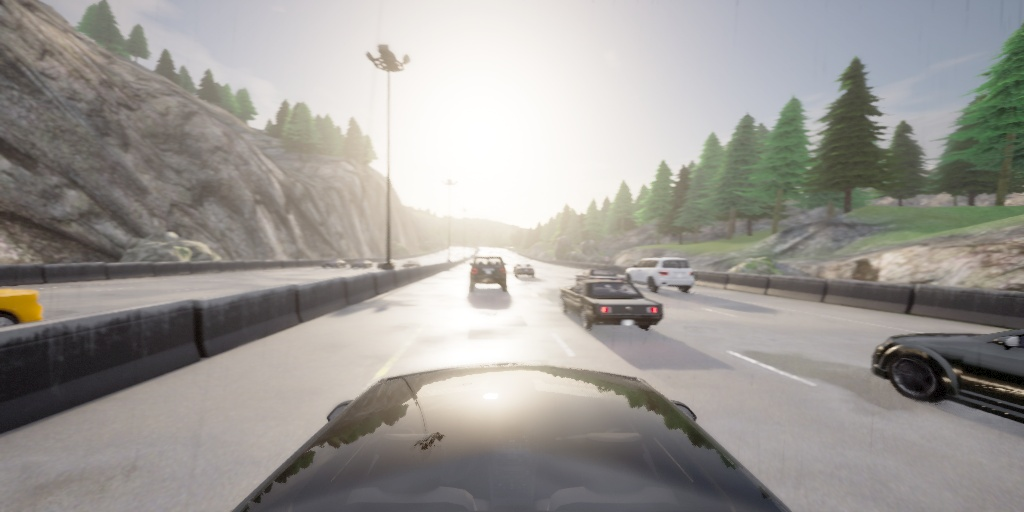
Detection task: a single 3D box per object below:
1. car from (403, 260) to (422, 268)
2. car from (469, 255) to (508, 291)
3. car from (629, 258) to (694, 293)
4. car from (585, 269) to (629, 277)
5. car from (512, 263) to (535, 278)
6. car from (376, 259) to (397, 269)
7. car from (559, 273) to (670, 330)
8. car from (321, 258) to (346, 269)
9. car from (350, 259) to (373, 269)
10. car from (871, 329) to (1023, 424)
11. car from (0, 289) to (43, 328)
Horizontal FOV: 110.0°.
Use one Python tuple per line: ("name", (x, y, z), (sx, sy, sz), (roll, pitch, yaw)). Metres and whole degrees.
("car", (-14.161, 1.234, 50.930), (1.895, 1.301, 4.718), (1, 0, -4))
("car", (-1.453, 0.978, 21.857), (2.150, 2.045, 5.566), (1, 0, -4))
("car", (9.032, 1.130, 22.391), (2.150, 2.045, 5.566), (1, 0, -4))
("car", (5.477, 1.460, 22.993), (1.895, 1.301, 4.718), (1, 0, -4))
("car", (1.112, 1.360, 34.996), (2.033, 1.411, 5.357), (1, 0, -4))
("car", (-17.653, 1.109, 50.710), (1.837, 1.490, 4.892), (1, 0, -4))
("car", (2.801, 1.405, 11.353), (1.895, 1.301, 4.718), (1, 0, -4))
("car", (-24.595, 1.025, 49.572), (1.994, 1.385, 4.181), (1, 0, -4))
("car", (-21.144, 1.091, 50.458), (1.994, 1.385, 4.181), (1, 0, -4))
("car", (6.836, 1.416, 3.974), (1.994, 1.385, 4.181), (1, 0, -4))
("car", (-11.023, 1.073, 5.600), (1.882, 1.535, 5.008), (1, 0, -4))
